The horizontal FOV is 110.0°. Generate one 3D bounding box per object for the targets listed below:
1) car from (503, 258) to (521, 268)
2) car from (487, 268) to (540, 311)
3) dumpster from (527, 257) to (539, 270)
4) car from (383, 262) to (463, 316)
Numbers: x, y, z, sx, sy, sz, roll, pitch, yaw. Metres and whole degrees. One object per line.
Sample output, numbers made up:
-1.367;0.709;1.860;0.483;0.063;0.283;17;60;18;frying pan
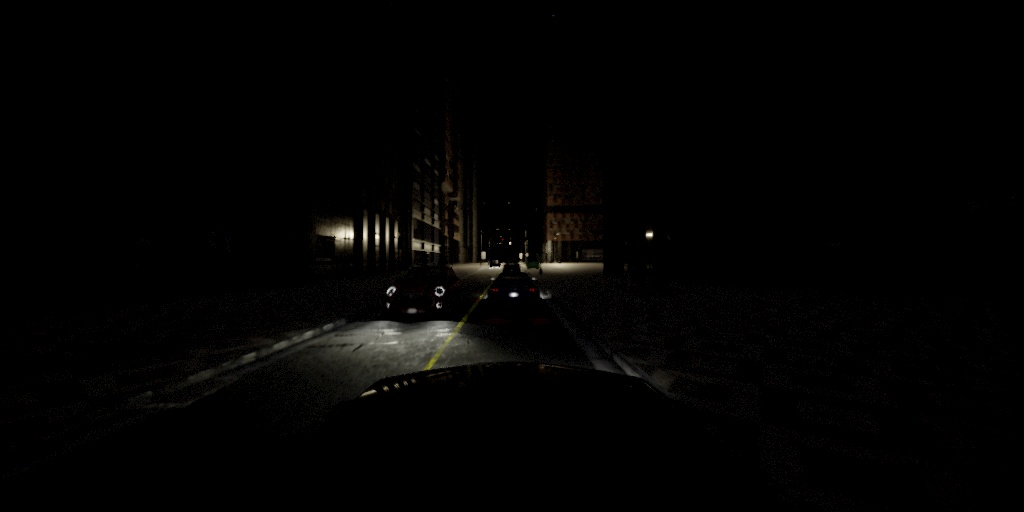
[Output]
-0.021;1.333;39.452;1.882;1.535;5.008;0;0;0;car
0.061;1.350;14.696;1.994;1.385;4.181;0;0;0;car
2.985;1.285;52.759;1.020;1.700;1.940;0;0;0;dumpster
-3.128;1.139;13.453;2.097;1.767;4.553;0;0;0;car
